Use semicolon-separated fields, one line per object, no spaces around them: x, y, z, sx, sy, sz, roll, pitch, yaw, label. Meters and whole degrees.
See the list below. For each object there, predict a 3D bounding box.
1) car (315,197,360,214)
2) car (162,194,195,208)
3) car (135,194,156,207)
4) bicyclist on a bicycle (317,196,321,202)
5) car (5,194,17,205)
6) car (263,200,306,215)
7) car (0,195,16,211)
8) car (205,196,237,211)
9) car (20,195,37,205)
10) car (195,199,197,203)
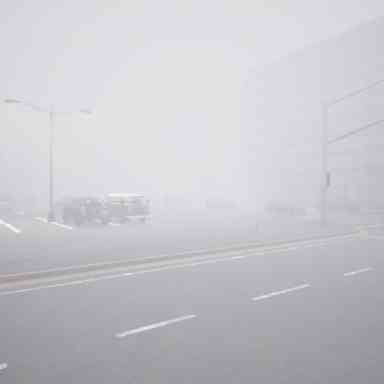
16.056;1.407;37.011;2.097;1.767;4.553;0;0;-35;car
-2.474;1.277;50.768;2.150;2.045;5.566;0;0;-36;car
-8.853;1.547;66.074;2.128;1.511;4.902;0;0;-35;car
16.592;1.356;42.905;1.656;1.620;0.582;0;0;-35;bicyclist on a bicycle
-29.599;1.212;53.777;1.905;1.878;3.866;0;0;-35;car
9.380;1.581;34.131;1.812;1.442;4.674;0;0;-36;car
-21.730;1.451;37.950;1.970;1.475;3.806;0;0;-35;car
3.622;1.407;42.191;2.097;1.767;4.553;0;0;-35;car
-27.204;1.209;55.403;1.932;1.855;4.605;0;0;-35;car
-1.178;1.603;61.269;2.033;1.411;5.357;0;0;-35;car
